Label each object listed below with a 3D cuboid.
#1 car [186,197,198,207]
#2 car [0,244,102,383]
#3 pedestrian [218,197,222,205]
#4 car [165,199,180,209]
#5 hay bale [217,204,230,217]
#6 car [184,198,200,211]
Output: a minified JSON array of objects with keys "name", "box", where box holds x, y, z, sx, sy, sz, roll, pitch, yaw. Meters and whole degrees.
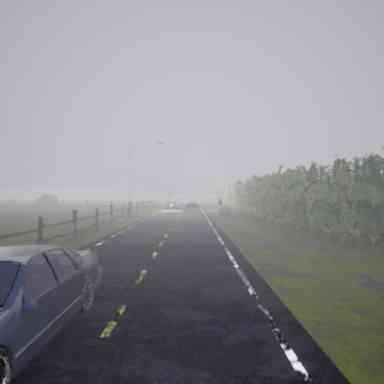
[{"name":"car","box":[0.016,1.738,57.150,1.882,1.535,5.008,0,0,0]},{"name":"car","box":[-2.847,1.569,4.956,2.033,1.411,5.357,0,0,0]},{"name":"pedestrian","box":[2.834,1.458,34.150,0.375,1.860,0.375,0,0,-3]},{"name":"car","box":[-2.809,1.712,48.227,2.128,1.511,4.902,0,0,0]},{"name":"hay bale","box":[3.135,1.804,33.049,1.220,1.180,1.240,0,0,0]},{"name":"car","box":[0.036,1.689,43.592,2.128,1.511,4.902,0,0,0]}]
